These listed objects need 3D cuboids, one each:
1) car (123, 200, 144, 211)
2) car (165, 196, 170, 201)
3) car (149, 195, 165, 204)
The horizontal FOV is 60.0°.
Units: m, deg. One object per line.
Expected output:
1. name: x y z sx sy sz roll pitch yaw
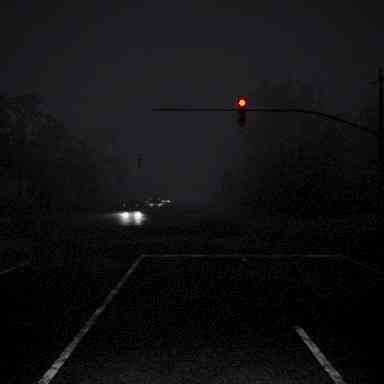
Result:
1. car: -7.001 1.616 40.163 1.895 1.301 4.718 0 0 0
2. car: -7.000 1.595 87.917 1.895 1.301 4.718 0 0 0
3. car: -7.000 1.343 64.438 2.097 1.767 4.553 0 -1 0
